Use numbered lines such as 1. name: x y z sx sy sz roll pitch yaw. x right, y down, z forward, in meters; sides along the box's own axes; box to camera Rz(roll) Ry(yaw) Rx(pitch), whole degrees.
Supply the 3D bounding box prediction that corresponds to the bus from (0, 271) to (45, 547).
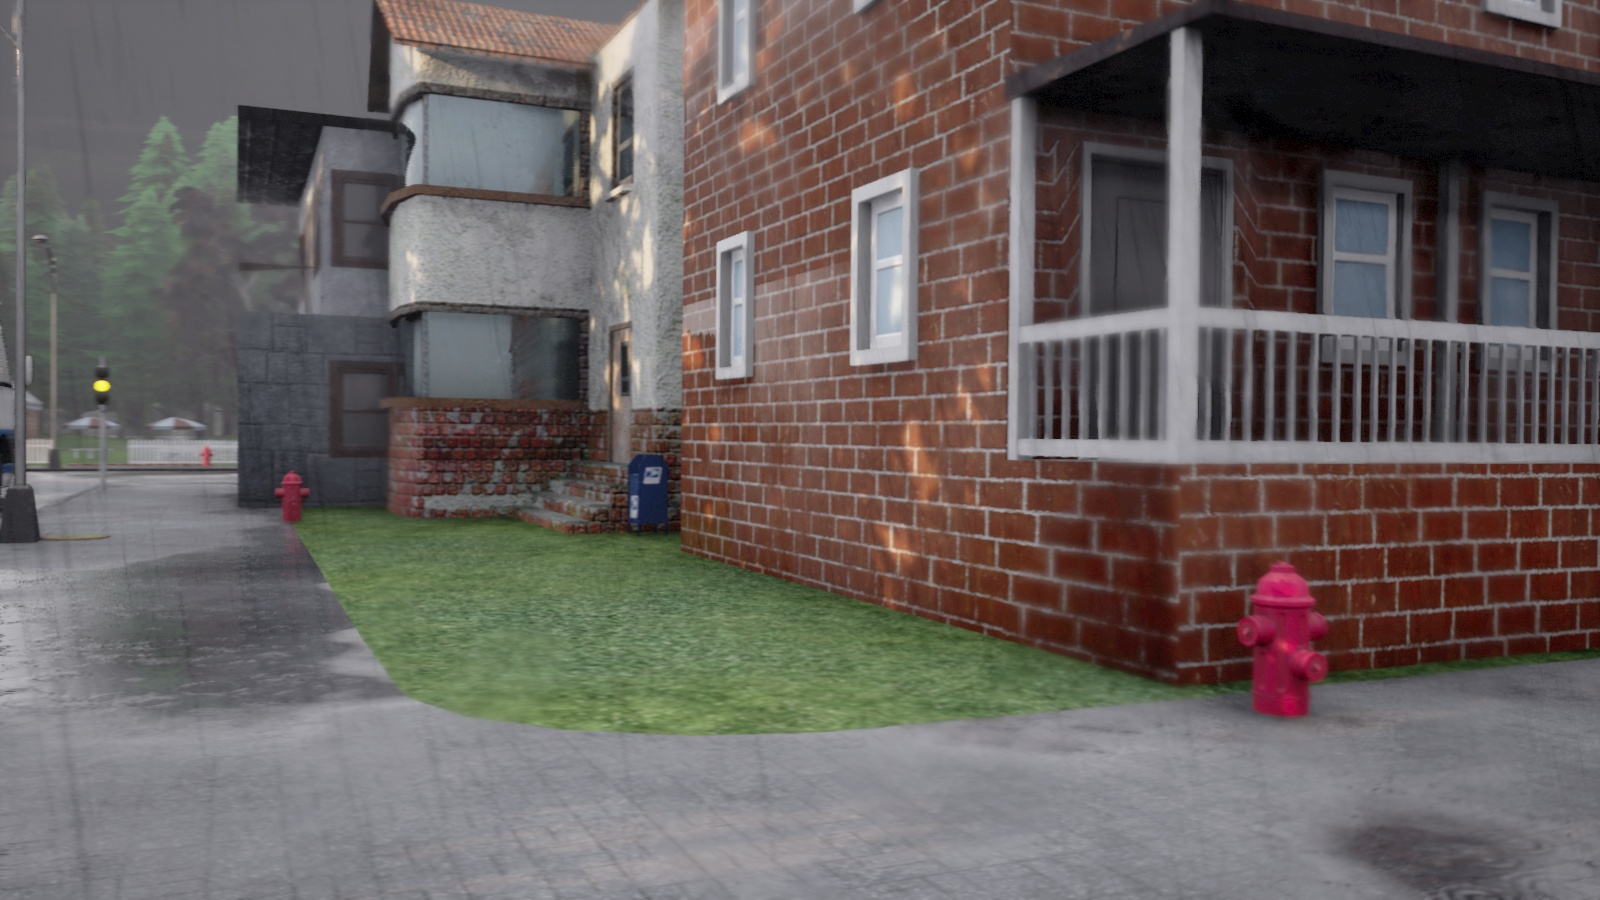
1. bus: -13.842 -0.627 17.935 3.944 4.253 10.273 -1 0 -24
